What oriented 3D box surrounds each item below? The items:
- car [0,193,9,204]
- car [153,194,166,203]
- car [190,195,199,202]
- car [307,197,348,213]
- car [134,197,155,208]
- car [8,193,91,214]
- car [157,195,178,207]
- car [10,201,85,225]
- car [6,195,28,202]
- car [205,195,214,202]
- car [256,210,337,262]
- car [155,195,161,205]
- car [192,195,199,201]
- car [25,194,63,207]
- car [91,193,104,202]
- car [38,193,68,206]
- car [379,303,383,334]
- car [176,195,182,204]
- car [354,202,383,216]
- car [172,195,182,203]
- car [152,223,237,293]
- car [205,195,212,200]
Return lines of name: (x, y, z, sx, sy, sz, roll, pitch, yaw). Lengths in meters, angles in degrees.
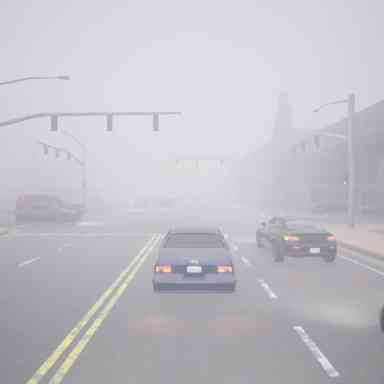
car: (-38.960, 1.153, 70.899, 4.605, 1.855, 1.932, 0, 0, 0)
car: (-6.692, 1.352, 68.048, 2.097, 1.767, 4.553, 0, 0, 2)
car: (0.465, 1.478, 73.233, 1.882, 1.535, 5.008, 0, 0, 2)
car: (14.670, 1.352, 35.220, 4.553, 1.767, 2.097, 0, 0, 0)
car: (-7.226, 1.492, 48.793, 2.128, 1.511, 4.902, 0, 0, 1)
car: (-11.708, 1.223, 27.704, 5.566, 2.045, 2.150, 0, 0, -6)
car: (-3.687, 1.601, 50.885, 1.895, 1.301, 4.718, 0, 0, 1)
car: (-10.253, 1.564, 23.862, 4.181, 1.385, 1.994, 0, 0, -1)
car: (-38.895, 1.364, 73.795, 3.905, 1.438, 1.784, 0, 0, 0)
car: (4.102, 1.549, 78.736, 1.994, 1.385, 4.181, 0, 0, 2)
car: (3.566, 1.526, 11.954, 1.812, 1.442, 4.674, 0, 0, 0)
car: (-7.031, 1.564, 57.705, 1.994, 1.385, 4.181, 0, 0, 2)
car: (0.860, 1.524, 88.613, 1.812, 1.442, 4.674, 0, 0, 2)
car: (-21.471, 1.153, 48.391, 4.605, 1.855, 1.932, 0, 0, 0)
car: (-21.440, 1.156, 70.909, 3.866, 1.878, 1.905, 0, 0, 0)
car: (-21.415, 1.156, 51.285, 3.866, 1.878, 1.905, 0, 0, 0)
car: (3.595, 1.526, 2.848, 1.812, 1.442, 4.674, 0, 0, 1)
car: (-3.431, 1.564, 60.943, 1.994, 1.385, 4.181, 0, 0, 2)
car: (18.263, 1.601, 31.706, 4.718, 1.301, 1.895, 0, 0, 0)
car: (-3.097, 1.500, 71.232, 1.837, 1.490, 4.892, 0, 0, 2)
car: (0.060, 1.547, 8.963, 2.033, 1.411, 5.357, 0, 0, 0)
car: (4.359, 1.470, 88.527, 1.994, 1.385, 4.181, 0, 0, 2)
